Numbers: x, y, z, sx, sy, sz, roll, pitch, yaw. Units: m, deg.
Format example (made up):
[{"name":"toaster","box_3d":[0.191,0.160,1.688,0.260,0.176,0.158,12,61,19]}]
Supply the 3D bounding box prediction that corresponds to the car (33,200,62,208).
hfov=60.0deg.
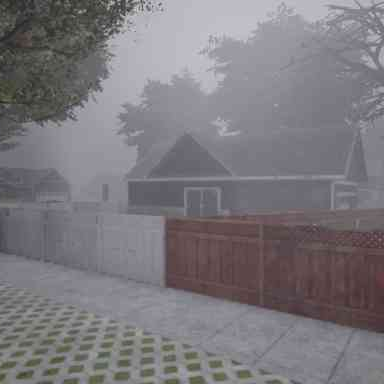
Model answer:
[{"name":"car","box_3d":[-15.285,1.564,34.200,1.837,1.490,4.892,1,1,35]}]
